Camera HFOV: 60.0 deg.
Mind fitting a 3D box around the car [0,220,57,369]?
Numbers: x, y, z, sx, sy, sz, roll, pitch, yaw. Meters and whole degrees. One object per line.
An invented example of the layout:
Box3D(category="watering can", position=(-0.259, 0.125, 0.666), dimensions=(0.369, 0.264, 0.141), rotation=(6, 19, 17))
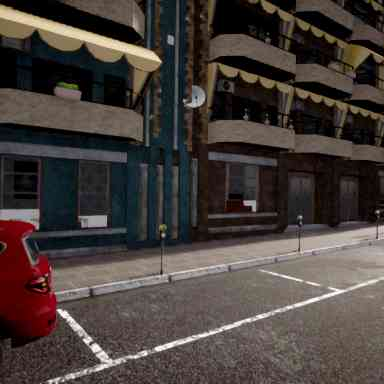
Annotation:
Box3D(category="car", position=(-4.126, 1.315, 3.592), dimensions=(5.009, 1.841, 2.192), rotation=(0, 1, -36))
